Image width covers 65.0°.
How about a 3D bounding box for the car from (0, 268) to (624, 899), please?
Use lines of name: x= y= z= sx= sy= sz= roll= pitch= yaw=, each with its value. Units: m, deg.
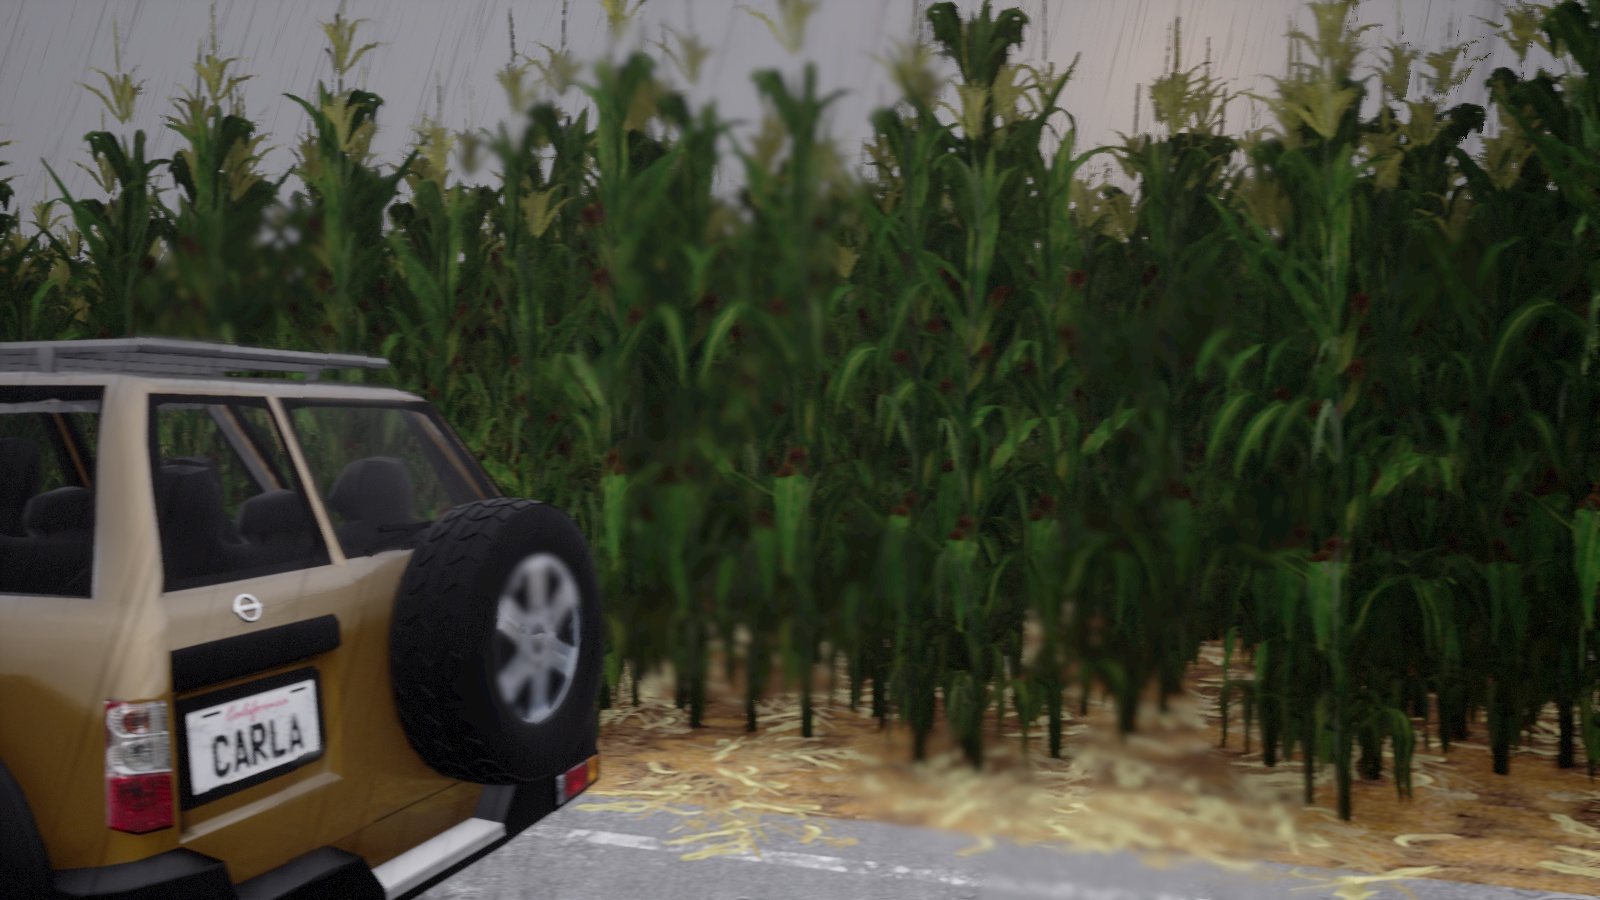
car: x=-3.066 y=0.562 z=3.912 sx=4.605 sy=1.855 sz=1.932 roll=1 pitch=1 yaw=18
